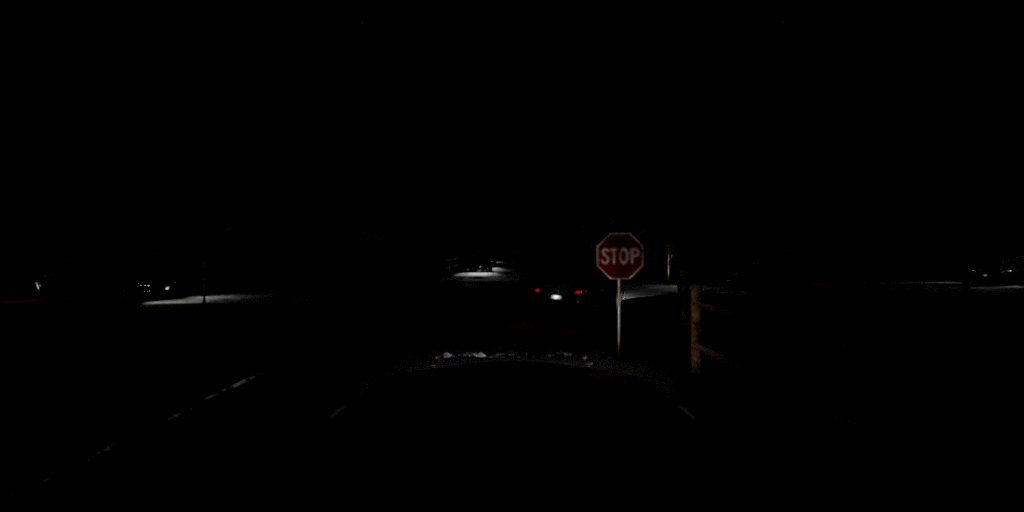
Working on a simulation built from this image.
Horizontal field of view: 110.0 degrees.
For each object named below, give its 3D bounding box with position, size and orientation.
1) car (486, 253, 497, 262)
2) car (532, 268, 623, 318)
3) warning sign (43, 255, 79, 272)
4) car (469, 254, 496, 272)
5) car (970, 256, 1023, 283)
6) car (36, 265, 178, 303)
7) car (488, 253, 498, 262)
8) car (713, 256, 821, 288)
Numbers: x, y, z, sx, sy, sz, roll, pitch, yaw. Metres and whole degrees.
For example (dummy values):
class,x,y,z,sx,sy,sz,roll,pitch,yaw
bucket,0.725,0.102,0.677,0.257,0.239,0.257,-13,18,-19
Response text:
class,x,y,z,sx,sy,sz,roll,pitch,yaw
car,-3.476,0.204,62.608,1.837,1.490,4.892,0,1,-2
car,2.326,1.086,12.241,1.994,1.385,4.181,-1,2,31
warning sign,-25.792,0.882,20.748,1.060,1.860,1.300,0,0,-1
car,-2.871,0.748,33.878,1.994,1.385,4.181,0,1,-1
car,27.291,0.707,18.945,4.674,1.442,1.812,-1,0,-1
car,-17.381,1.152,15.535,4.892,1.490,1.837,0,0,-1
car,-2.939,0.608,44.240,1.895,1.301,4.718,0,1,0
car,13.231,0.802,18.803,5.008,1.535,1.882,-1,0,-1
